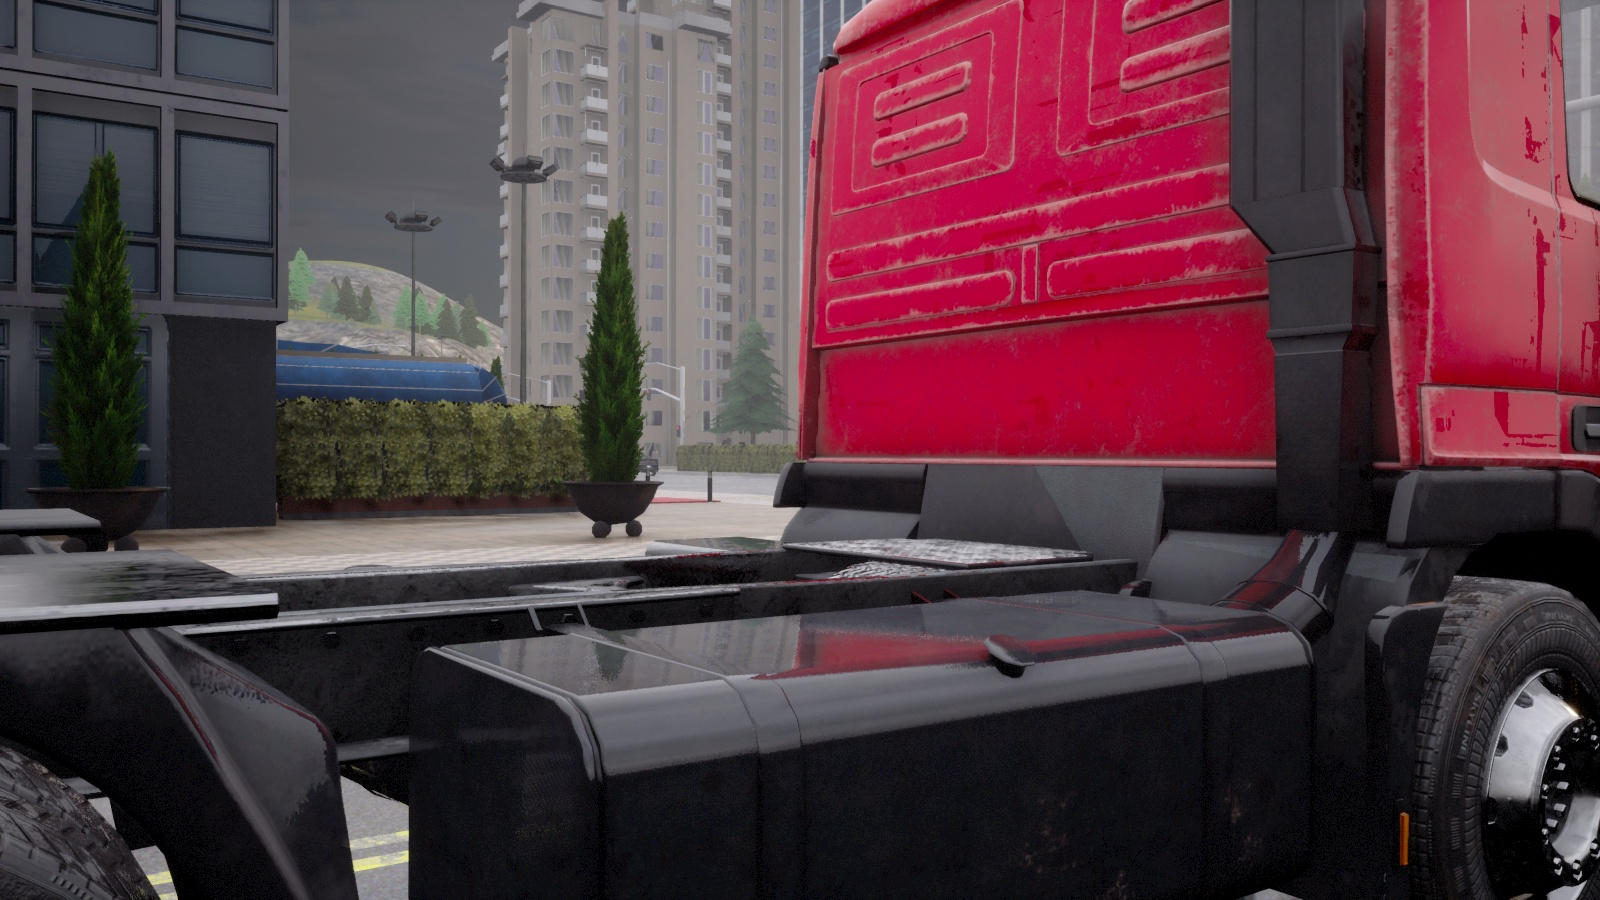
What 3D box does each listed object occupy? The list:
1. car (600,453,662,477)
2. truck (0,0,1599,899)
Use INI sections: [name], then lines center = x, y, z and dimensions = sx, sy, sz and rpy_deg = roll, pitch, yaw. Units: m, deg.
[car]
center = -10.939, 0.944, 81.072
dimensions = 1.882, 1.535, 5.008
rpy_deg = 0, 0, -35
[truck]
center = -0.663, -0.228, 3.201
dimensions = 7.936, 3.462, 2.891
rpy_deg = 0, 0, -35
